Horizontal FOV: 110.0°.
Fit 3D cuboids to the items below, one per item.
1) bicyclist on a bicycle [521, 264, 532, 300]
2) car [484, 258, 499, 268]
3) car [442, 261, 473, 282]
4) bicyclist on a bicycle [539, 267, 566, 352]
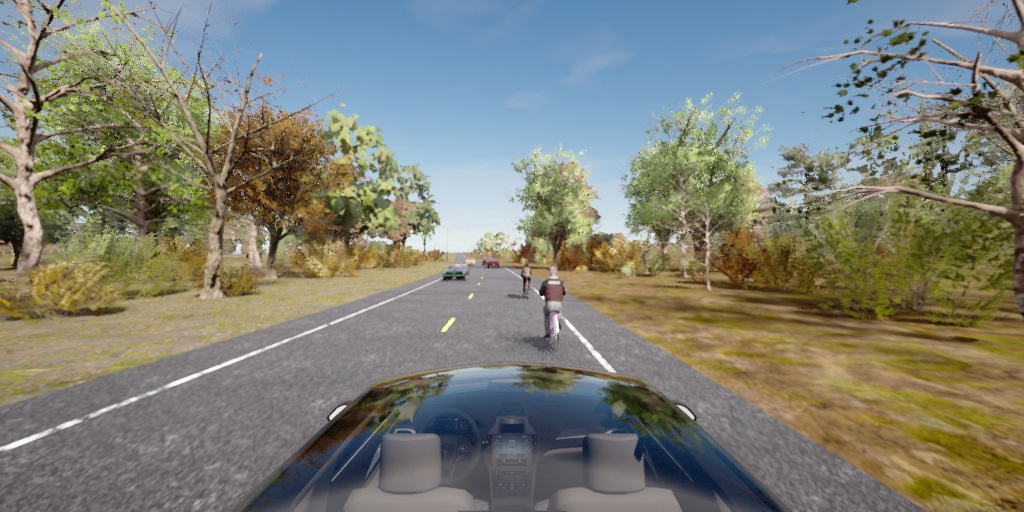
[{"bbox_3d":[0.691,1.192,16.848,0.582,1.620,1.656,0,0,-2],"label":"bicyclist on a bicycle"},{"bbox_3d":[-3.115,1.134,58.446,1.882,1.535,5.008,0,0,-6],"label":"car"},{"bbox_3d":[-4.376,1.330,28.634,1.895,1.301,4.718,0,0,-3],"label":"car"},{"bbox_3d":[0.893,1.117,8.010,0.659,1.776,1.843,0,0,-1],"label":"bicyclist on a bicycle"}]
